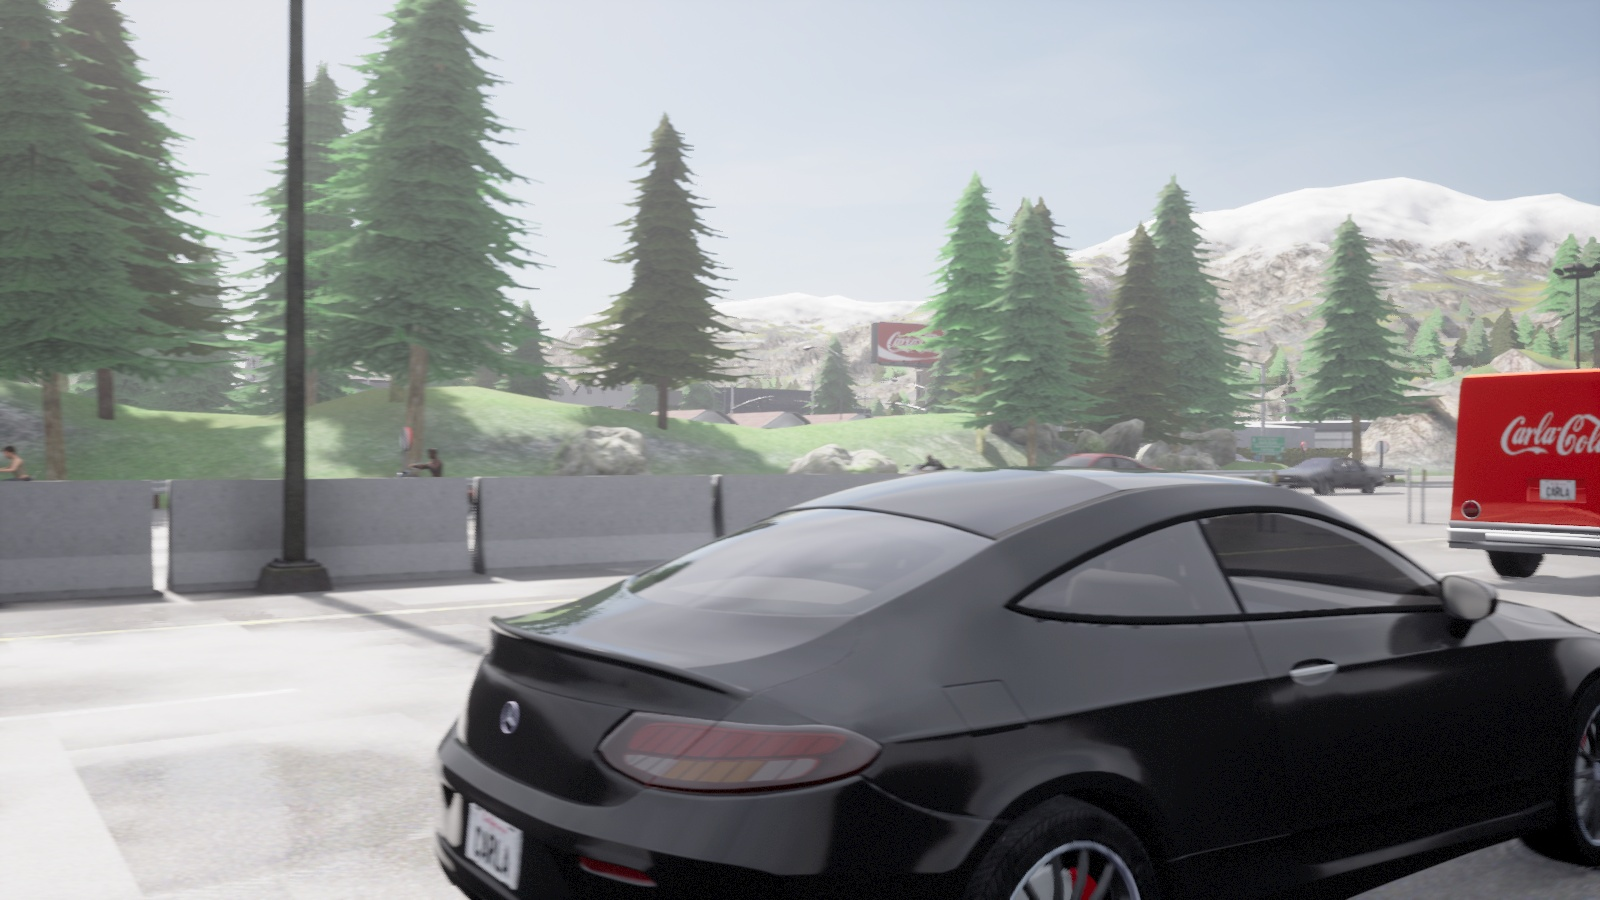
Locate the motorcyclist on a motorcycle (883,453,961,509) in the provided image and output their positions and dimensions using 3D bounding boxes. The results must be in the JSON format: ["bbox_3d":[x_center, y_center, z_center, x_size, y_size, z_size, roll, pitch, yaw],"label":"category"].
[{"bbox_3d":[3.494,0.867,35.942,2.191,1.530,0.866,0,0,-35],"label":"motorcyclist on a motorcycle"}]

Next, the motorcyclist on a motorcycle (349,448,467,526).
[{"bbox_3d":[-8.582,0.784,27.536,2.350,1.649,0.766,0,0,-35],"label":"motorcyclist on a motorcycle"}]

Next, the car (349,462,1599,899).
[{"bbox_3d":[1.101,0.780,4.328,4.674,1.442,1.812,0,0,-36],"label":"car"}]

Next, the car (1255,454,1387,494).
[{"bbox_3d":[19.594,0.878,47.144,5.357,1.411,2.033,0,0,-35],"label":"car"}]

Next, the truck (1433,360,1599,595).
[{"bbox_3d":[10.278,0.281,15.077,5.204,2.467,2.627,0,0,-35],"label":"truck"}]

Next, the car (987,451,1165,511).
[{"bbox_3d":[7.644,0.798,34.566,5.008,1.535,1.882,0,0,-35],"label":"car"}]
